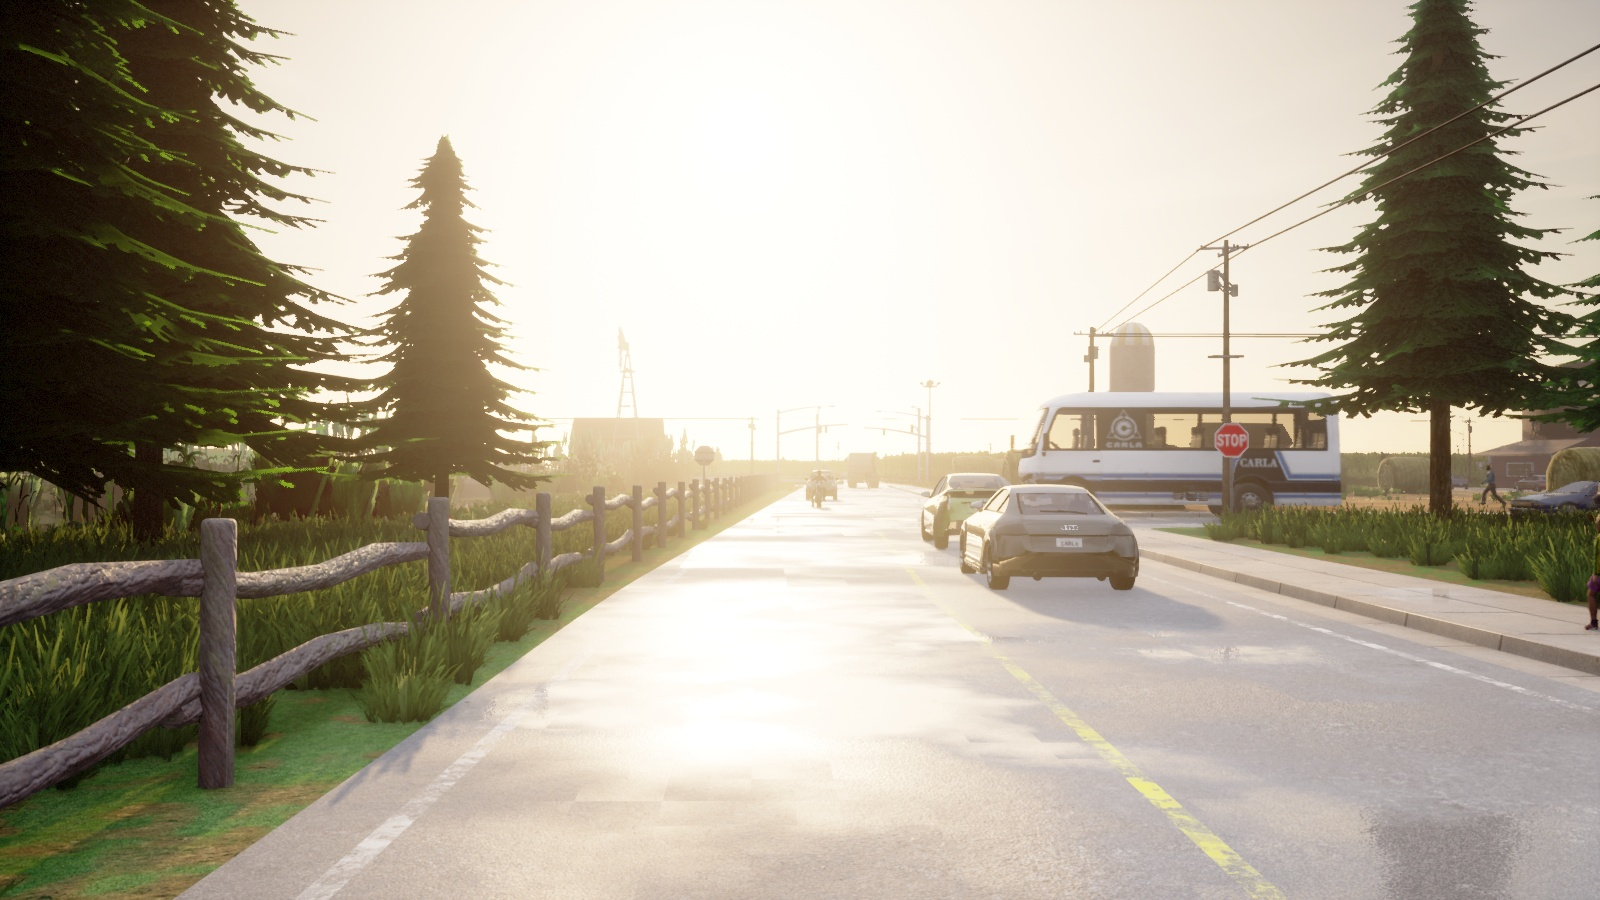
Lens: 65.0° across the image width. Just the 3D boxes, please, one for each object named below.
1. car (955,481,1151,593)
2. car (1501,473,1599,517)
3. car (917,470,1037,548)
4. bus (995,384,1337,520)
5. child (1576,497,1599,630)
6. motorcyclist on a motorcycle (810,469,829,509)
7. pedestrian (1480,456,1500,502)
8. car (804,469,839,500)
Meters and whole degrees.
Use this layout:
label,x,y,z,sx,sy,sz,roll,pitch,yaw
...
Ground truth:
label,x,y,z,sx,sy,sz,roll,pitch,yaw
car,3.463,1.159,18.025,1.994,1.385,4.181,0,-1,1
car,26.564,1.482,41.764,5.357,1.411,2.033,0,-1,-1
car,3.652,1.185,26.666,2.007,1.525,4.514,0,-1,1
bus,11.865,0.117,41.807,10.273,4.253,3.944,0,-1,4
child,7.159,1.003,11.065,0.299,1.160,0.473,0,-1,-7
motorcyclist on a motorcycle,0.838,1.656,53.898,0.766,1.649,2.350,0,-1,1
pedestrian,29.056,1.238,52.890,0.692,1.930,0.396,-1,-1,24
car,1.192,1.838,67.962,1.851,1.617,3.988,0,-1,1
